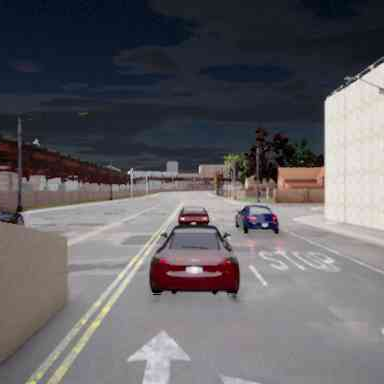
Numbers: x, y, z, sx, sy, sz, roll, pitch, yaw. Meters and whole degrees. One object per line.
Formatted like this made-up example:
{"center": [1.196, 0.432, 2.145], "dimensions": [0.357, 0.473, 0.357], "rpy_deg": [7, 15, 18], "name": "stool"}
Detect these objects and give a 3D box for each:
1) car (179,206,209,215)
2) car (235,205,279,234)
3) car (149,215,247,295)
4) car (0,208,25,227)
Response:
{"center": [0.101, 1.541, 21.074], "dimensions": [1.895, 1.301, 4.718], "rpy_deg": [0, 0, 0], "name": "car"}
{"center": [3.601, 1.472, 18.799], "dimensions": [1.812, 1.442, 4.674], "rpy_deg": [0, 0, 0], "name": "car"}
{"center": [0.090, 1.539, 8.721], "dimensions": [1.994, 1.385, 4.181], "rpy_deg": [0, 0, 1], "name": "car"}
{"center": [-10.499, 1.516, 17.236], "dimensions": [1.994, 1.385, 4.181], "rpy_deg": [0, 0, 0], "name": "car"}
